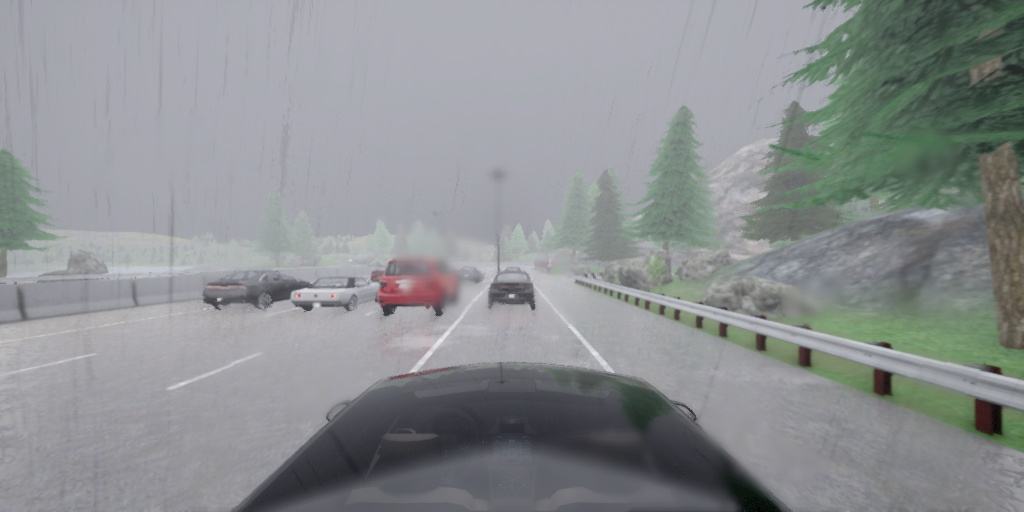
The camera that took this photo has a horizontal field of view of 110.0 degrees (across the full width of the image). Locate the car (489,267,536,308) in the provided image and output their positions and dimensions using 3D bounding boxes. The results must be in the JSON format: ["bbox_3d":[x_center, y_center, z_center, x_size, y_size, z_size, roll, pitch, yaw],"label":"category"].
[{"bbox_3d":[0.029,1.384,16.084,1.882,1.535,5.008,0,0,1],"label":"car"}]

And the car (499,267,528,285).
[{"bbox_3d":[0.200,1.625,30.238,1.994,1.385,4.181,0,-1,6],"label":"car"}]

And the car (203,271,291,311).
[{"bbox_3d":[-10.478,1.391,15.339,2.128,1.511,4.902,0,0,0],"label":"car"}]

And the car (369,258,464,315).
[{"bbox_3d":[-3.488,1.113,14.424,2.150,2.045,5.566,0,0,0],"label":"car"}]

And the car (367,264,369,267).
[{"bbox_3d":[-10.486,1.547,31.091,1.882,1.535,5.008,0,0,0],"label":"car"}]

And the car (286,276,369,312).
[{"bbox_3d":[-6.982,1.497,15.083,1.895,1.301,4.718,0,-1,0],"label":"car"}]

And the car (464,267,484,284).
[{"bbox_3d":[-3.488,1.627,30.413,1.994,1.385,4.181,0,-1,0],"label":"car"}]
